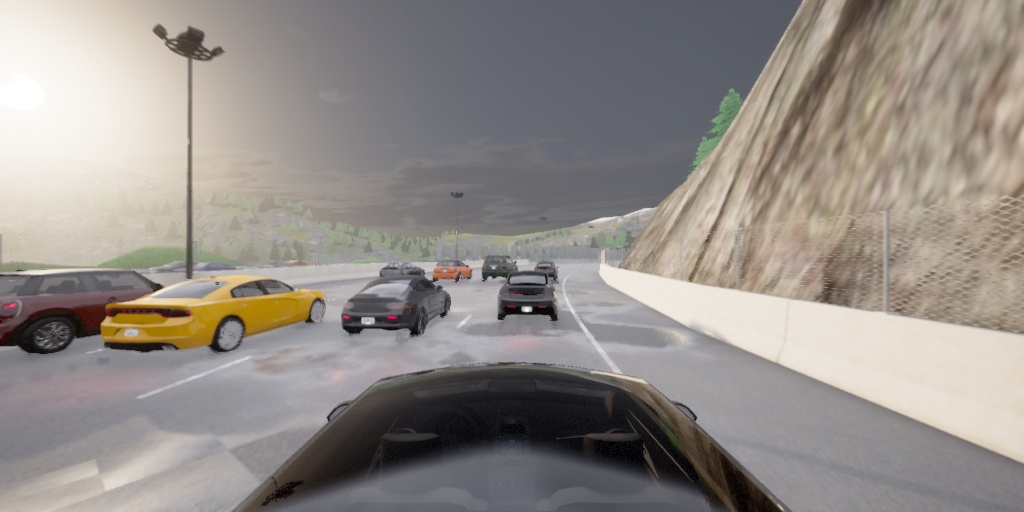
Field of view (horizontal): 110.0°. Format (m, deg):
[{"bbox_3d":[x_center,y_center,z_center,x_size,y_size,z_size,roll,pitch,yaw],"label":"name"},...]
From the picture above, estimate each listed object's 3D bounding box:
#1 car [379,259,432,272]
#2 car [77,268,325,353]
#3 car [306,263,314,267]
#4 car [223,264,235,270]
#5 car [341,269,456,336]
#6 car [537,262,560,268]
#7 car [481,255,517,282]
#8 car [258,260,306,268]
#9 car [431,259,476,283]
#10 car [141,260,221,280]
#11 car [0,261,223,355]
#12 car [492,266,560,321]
[{"bbox_3d":[-8.276,1.228,27.373,2.128,1.511,4.902,0,0,9],"label":"car"},{"bbox_3d":[-6.640,1.213,8.835,1.882,1.535,5.008,0,0,3],"label":"car"},{"bbox_3d":[-21.428,1.184,34.645,1.882,1.535,5.008,0,0,11],"label":"car"},{"bbox_3d":[-25.736,1.220,30.195,1.812,1.442,4.674,0,0,9],"label":"car"},{"bbox_3d":[-3.079,1.270,10.247,1.812,1.442,4.674,0,0,3],"label":"car"},{"bbox_3d":[2.964,1.270,30.862,1.837,1.490,4.892,0,0,10],"label":"car"},{"bbox_3d":[-0.917,0.977,29.195,2.150,2.045,5.566,0,0,10],"label":"car"},{"bbox_3d":[-18.924,1.274,28.400,1.994,1.385,4.181,0,0,9],"label":"car"},{"bbox_3d":[-4.575,1.098,28.302,2.097,1.767,4.553,0,0,9],"label":"car"},{"bbox_3d":[-29.030,1.178,31.714,2.128,1.511,4.902,0,0,9],"label":"car"},{"bbox_3d":[-10.128,1.079,8.818,2.097,1.767,4.553,0,0,2],"label":"car"},{"bbox_3d":[0.595,1.259,12.571,1.837,1.490,4.892,0,0,4],"label":"car"}]
